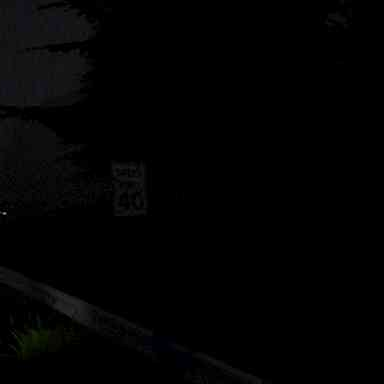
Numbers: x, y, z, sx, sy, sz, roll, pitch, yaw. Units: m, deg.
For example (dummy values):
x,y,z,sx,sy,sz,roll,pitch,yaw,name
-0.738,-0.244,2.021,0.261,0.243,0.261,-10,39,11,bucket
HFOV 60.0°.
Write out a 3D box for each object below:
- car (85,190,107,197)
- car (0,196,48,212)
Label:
x,y,z,sx,sy,sz,roll,pitch,yaw,name
-13.797,0.483,47.873,1.994,1.385,4.181,-4,2,7,car
-12.290,1.058,24.372,1.837,1.490,4.892,-4,2,1,car
